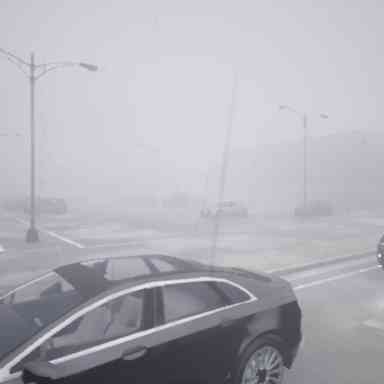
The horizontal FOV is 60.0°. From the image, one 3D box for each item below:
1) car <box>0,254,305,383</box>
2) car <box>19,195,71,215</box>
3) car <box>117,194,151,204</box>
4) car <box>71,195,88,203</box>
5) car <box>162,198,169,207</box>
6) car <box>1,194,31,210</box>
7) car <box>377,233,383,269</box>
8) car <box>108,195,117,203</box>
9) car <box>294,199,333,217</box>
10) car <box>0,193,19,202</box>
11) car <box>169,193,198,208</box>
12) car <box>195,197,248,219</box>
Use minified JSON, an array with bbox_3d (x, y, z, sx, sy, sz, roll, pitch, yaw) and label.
[{"bbox_3d":[-0.923,1.492,3.333,4.902,1.511,2.128,0,0,-36],"label":"car"},{"bbox_3d":[-13.305,1.317,30.136,3.633,1.501,1.845,0,0,-35],"label":"car"},{"bbox_3d":[-9.495,1.142,56.354,5.027,1.636,2.152,0,0,-35],"label":"car"},{"bbox_3d":[-21.311,1.291,60.395,4.514,1.523,2.007,0,0,-35],"label":"car"},{"bbox_3d":[-2.168,1.065,45.865,3.866,1.878,1.905,0,0,-35],"label":"car"},{"bbox_3d":[-18.993,1.296,38.352,4.514,1.523,2.007,0,0,-35],"label":"car"},{"bbox_3d":[7.446,1.215,9.294,5.566,2.045,2.150,0,0,-35],"label":"car"},{"bbox_3d":[-13.435,1.221,61.429,3.806,1.475,1.970,0,0,-35],"label":"car"},{"bbox_3d":[10.364,1.361,28.406,3.633,1.501,1.845,0,0,-35],"label":"car"},{"bbox_3d":[-25.543,1.095,48.971,4.605,1.855,1.932,0,0,-35],"label":"car"},{"bbox_3d":[-0.166,1.085,43.719,4.605,1.855,1.932,0,0,-35],"label":"car"},{"bbox_3d":[2.574,1.375,26.600,3.806,1.475,1.970,0,0,-35],"label":"car"}]
